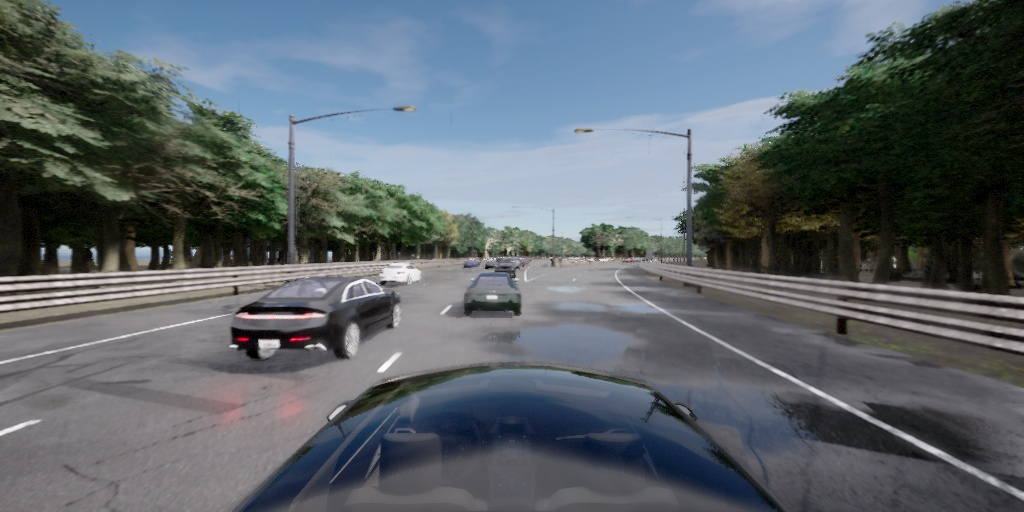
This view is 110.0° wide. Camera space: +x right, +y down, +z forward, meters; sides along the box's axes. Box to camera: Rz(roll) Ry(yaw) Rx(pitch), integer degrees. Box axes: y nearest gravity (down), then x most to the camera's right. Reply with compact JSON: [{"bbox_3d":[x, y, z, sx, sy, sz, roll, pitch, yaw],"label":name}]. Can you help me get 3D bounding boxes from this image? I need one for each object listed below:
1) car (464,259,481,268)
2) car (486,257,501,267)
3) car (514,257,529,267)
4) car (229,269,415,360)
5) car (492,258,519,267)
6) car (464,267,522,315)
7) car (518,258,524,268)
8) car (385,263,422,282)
[{"bbox_3d":[-6.180,1.216,56.438,1.994,1.385,4.181,0,0,5],"label":"car"},{"bbox_3d":[-2.814,1.231,54.681,1.994,1.385,4.181,0,0,5],"label":"car"},{"bbox_3d":[1.177,1.162,60.814,2.128,1.511,4.902,0,0,5],"label":"car"},{"bbox_3d":[-4.001,1.221,8.254,2.128,1.511,4.902,0,0,-1],"label":"car"},{"bbox_3d":[-0.525,1.215,32.824,1.837,1.490,4.892,0,0,2],"label":"car"},{"bbox_3d":[-0.662,1.307,13.573,1.994,1.385,4.181,0,0,-1],"label":"car"},{"bbox_3d":[0.216,1.291,48.826,1.895,1.301,4.718,0,0,4],"label":"car"},{"bbox_3d":[-7.635,1.218,24.749,1.812,1.442,4.674,0,0,1],"label":"car"}]
